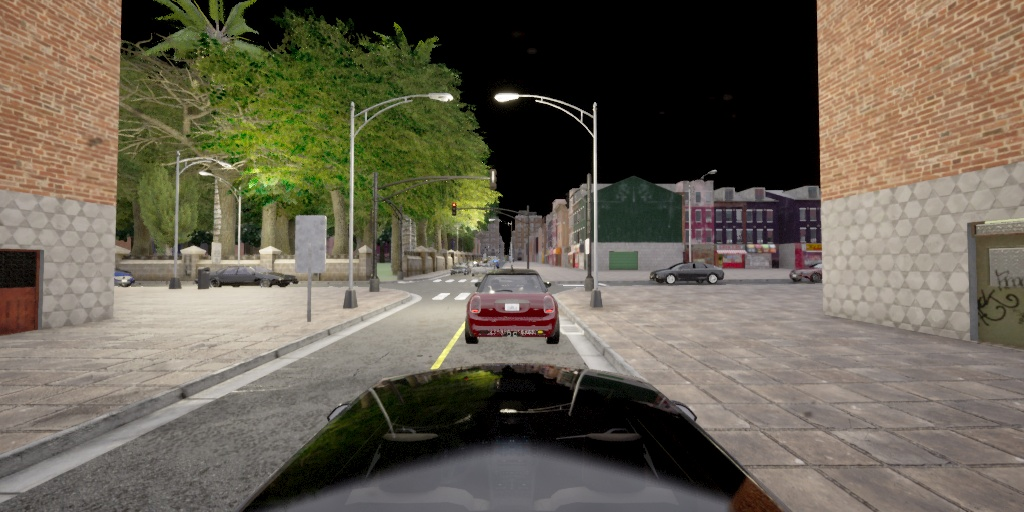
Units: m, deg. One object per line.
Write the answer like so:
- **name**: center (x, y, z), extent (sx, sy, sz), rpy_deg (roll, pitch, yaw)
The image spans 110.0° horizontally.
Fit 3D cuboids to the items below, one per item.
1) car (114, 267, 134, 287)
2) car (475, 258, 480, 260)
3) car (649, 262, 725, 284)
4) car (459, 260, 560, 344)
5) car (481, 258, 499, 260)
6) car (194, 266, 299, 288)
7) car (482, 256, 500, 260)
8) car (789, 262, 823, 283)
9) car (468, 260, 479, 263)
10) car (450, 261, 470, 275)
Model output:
- **car**: center (-26.151, 1.261, 22.023), extent (4.674, 1.442, 1.812), rpy_deg (0, -1, 0)
- **car**: center (-5.589, 1.347, 45.645), extent (2.007, 1.370, 4.403), rpy_deg (0, 0, 0)
- **car**: center (12.214, 1.194, 25.193), extent (4.892, 1.490, 1.837), rpy_deg (-1, -1, 0)
- **car**: center (0.022, 1.106, 9.734), extent (2.097, 1.767, 4.553), rpy_deg (0, 0, 1)
- **car**: center (-3.060, 1.304, 46.929), extent (1.837, 1.490, 4.892), rpy_deg (0, 0, -1)
- **car**: center (-16.241, 1.288, 22.072), extent (5.357, 1.411, 2.033), rpy_deg (0, -1, 0)
- **car**: center (-3.142, 1.046, 57.592), extent (2.150, 2.045, 5.566), rpy_deg (0, 0, 0)
- **car**: center (22.243, 1.107, 25.269), extent (4.674, 1.442, 1.812), rpy_deg (-1, -1, 0)
- **car**: center (-2.972, 1.383, 36.853), extent (1.895, 1.301, 4.718), rpy_deg (0, 0, 2)
- **car**: center (-5.553, 1.334, 38.509), extent (2.007, 1.370, 4.403), rpy_deg (0, 0, 0)
